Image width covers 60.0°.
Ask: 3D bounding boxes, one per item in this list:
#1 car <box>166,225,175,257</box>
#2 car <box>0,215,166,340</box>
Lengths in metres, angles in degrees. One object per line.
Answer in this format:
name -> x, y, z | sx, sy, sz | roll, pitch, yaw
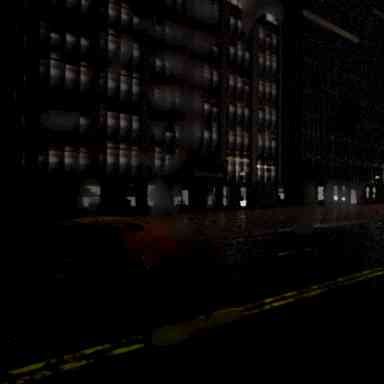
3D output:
car -> -2.860, 1.463, 9.629 | 5.008, 1.535, 1.882 | 0, 0, -35
car -> -2.981, 1.348, 5.550 | 4.553, 1.767, 2.097 | 0, 0, -35
